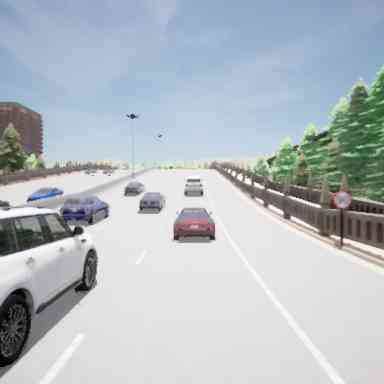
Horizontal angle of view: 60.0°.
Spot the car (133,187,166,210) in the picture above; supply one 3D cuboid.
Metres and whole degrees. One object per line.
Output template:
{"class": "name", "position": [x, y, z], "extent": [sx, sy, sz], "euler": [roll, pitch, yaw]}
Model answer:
{"class": "car", "position": [-3.339, 0.678, 28.346], "extent": [2.033, 1.411, 5.357], "euler": [0, 5, 0]}

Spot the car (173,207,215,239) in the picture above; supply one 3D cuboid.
{"class": "car", "position": [0.111, 1.431, 16.701], "extent": [1.994, 1.385, 4.181], "euler": [0, 2, 0]}

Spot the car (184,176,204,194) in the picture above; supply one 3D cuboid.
{"class": "car", "position": [0.225, -0.938, 40.056], "extent": [2.150, 2.045, 5.566], "euler": [0, 7, 0]}

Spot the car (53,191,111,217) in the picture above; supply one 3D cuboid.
{"class": "car", "position": [-6.881, 0.973, 21.770], "extent": [2.097, 1.767, 4.553], "euler": [0, 4, 2]}

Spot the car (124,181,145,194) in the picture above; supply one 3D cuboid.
{"class": "car", "position": [-6.829, -0.575, 39.831], "extent": [2.033, 1.411, 5.357], "euler": [0, 7, 1]}

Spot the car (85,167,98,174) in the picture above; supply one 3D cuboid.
{"class": "car", "position": [-20.720, -4.301, 68.673], "extent": [1.837, 1.490, 4.892], "euler": [0, 7, 0]}

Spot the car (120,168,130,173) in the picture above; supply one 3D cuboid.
{"class": "car", "position": [-13.720, -4.283, 68.637], "extent": [1.812, 1.442, 4.674], "euler": [0, 7, 0]}

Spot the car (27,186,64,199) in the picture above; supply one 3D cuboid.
{"class": "car", "position": [-13.920, 0.275, 31.912], "extent": [1.882, 1.535, 5.008], "euler": [0, 6, 0]}

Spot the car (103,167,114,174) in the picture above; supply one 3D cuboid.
{"class": "car", "position": [-17.220, -4.304, 68.654], "extent": [1.837, 1.490, 4.892], "euler": [0, 7, 0]}

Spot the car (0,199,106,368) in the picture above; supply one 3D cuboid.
{"class": "car", "position": [-3.400, 1.257, 5.937], "extent": [2.150, 2.045, 5.566], "euler": [0, 0, 0]}
